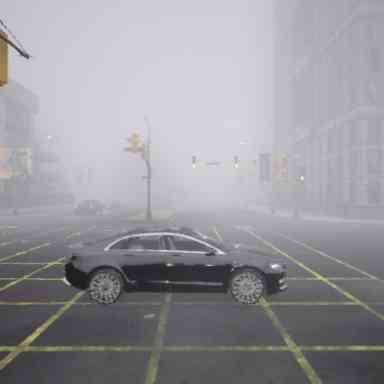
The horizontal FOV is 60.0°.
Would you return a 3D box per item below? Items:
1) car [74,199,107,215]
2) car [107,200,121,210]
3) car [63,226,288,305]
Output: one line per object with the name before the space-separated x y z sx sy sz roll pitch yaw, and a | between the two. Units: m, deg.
car | -11.574 1.624 37.498 2.097 1.767 4.553 0 0 0
car | -11.529 1.838 47.790 2.128 1.511 4.902 0 0 0
car | -0.362 1.548 7.623 4.902 1.511 2.128 0 0 0
